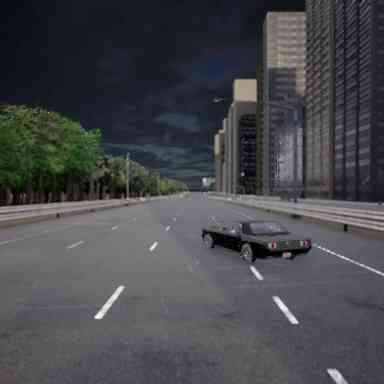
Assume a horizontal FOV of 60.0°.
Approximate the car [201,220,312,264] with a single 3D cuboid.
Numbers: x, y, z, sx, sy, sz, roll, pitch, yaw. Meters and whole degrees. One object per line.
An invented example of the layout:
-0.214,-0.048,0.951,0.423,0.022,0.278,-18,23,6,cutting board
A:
2.068,1.668,12.328,1.895,1.301,4.718,0,0,-23,car
